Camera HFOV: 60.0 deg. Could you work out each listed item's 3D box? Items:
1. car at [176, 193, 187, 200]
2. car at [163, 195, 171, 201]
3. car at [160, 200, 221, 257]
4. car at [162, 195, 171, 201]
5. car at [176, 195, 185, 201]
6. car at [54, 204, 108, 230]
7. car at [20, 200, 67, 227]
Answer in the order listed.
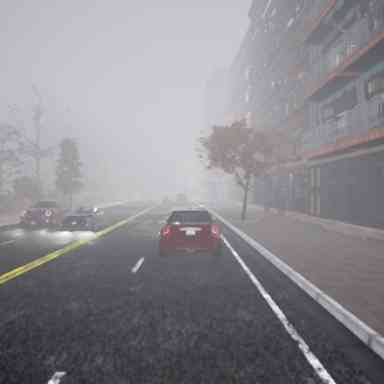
[{"bbox_3d":[-2.215,1.312,71.111,2.150,2.045,5.566,0,0,-4],"label":"car"},{"bbox_3d":[-6.159,1.530,81.199,1.812,1.442,4.674,0,0,-4],"label":"car"},{"bbox_3d":[-0.072,1.357,13.078,2.097,1.767,4.553,0,0,-1],"label":"car"},{"bbox_3d":[-5.478,1.679,71.213,1.895,1.301,4.718,0,0,-4],"label":"car"},{"bbox_3d":[-2.920,1.557,81.464,1.994,1.385,4.181,0,0,-4],"label":"car"},{"bbox_3d":[-6.702,1.575,20.903,1.994,1.385,4.181,0,0,0],"label":"car"},{"bbox_3d":[-9.967,1.364,23.039,2.097,1.767,4.553,0,0,-1],"label":"car"}]
